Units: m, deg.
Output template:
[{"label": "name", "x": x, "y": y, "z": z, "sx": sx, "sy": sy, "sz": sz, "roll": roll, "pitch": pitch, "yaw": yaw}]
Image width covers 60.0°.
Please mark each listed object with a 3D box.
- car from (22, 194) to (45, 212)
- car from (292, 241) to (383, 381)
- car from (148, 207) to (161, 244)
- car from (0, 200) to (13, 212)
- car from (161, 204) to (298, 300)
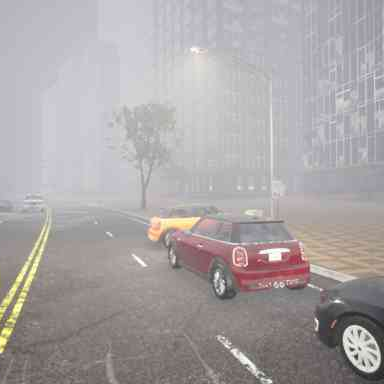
[{"label": "car", "x": -18.696, "y": 1.263, "z": 39.340, "sx": 2.150, "sy": 2.045, "sz": 5.566, "roll": 0, "pitch": 0, "yaw": -24}, {"label": "car", "x": 3.632, "y": 1.505, "z": 3.322, "sx": 1.837, "sy": 1.490, "sz": 4.892, "roll": 0, "pitch": 0, "yaw": -35}, {"label": "car", "x": 0.439, "y": 1.276, "z": 14.351, "sx": 4.553, "sy": 1.767, "sz": 2.097, "roll": -3, "pitch": 1, "yaw": -18}, {"label": "car", "x": -21.680, "y": 1.603, "z": 38.052, "sx": 1.994, "sy": 1.385, "sz": 4.181, "roll": 0, "pitch": 0, "yaw": -24}, {"label": "car", "x": 0.912, "y": 1.355, "z": 8.800, "sx": 2.097, "sy": 1.767, "sz": 4.553, "roll": 0, "pitch": 0, "yaw": -22}]
